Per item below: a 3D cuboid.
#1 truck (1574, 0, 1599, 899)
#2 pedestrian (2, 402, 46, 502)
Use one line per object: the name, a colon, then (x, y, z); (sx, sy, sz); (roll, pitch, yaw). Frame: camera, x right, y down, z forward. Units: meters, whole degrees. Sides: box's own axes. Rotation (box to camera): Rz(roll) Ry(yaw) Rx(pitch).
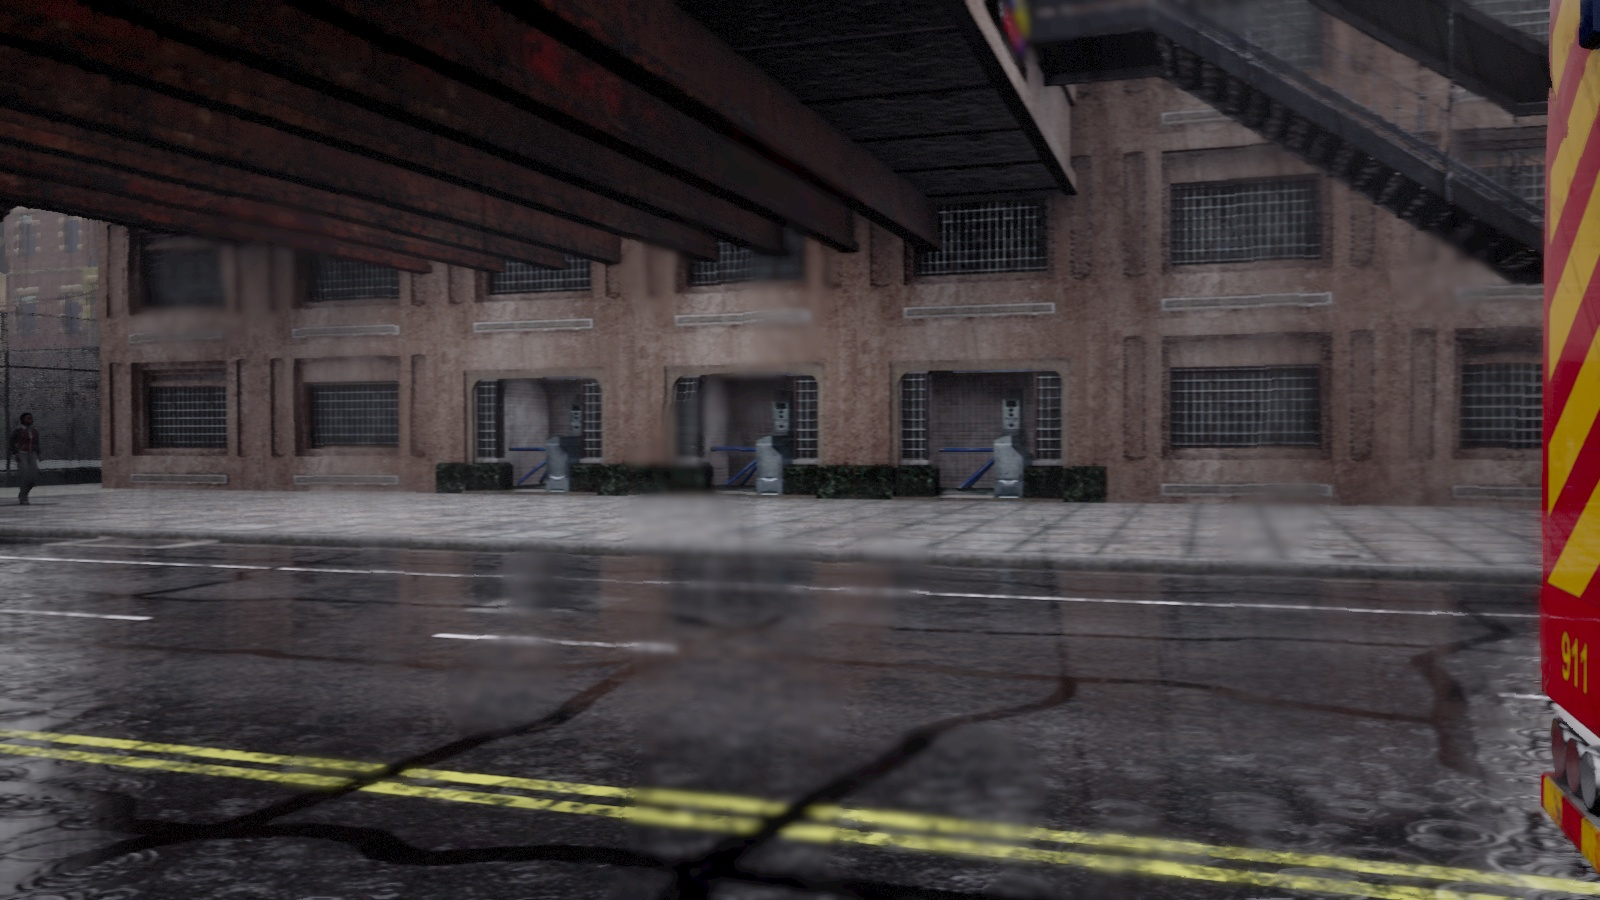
truck: (5.971, -0.334, 1.168); (8.468, 3.827, 2.891); (1, 1, 19)
pedestrian: (-15.184, 0.033, 24.575); (0.666, 1.930, 0.402); (1, 1, 21)
